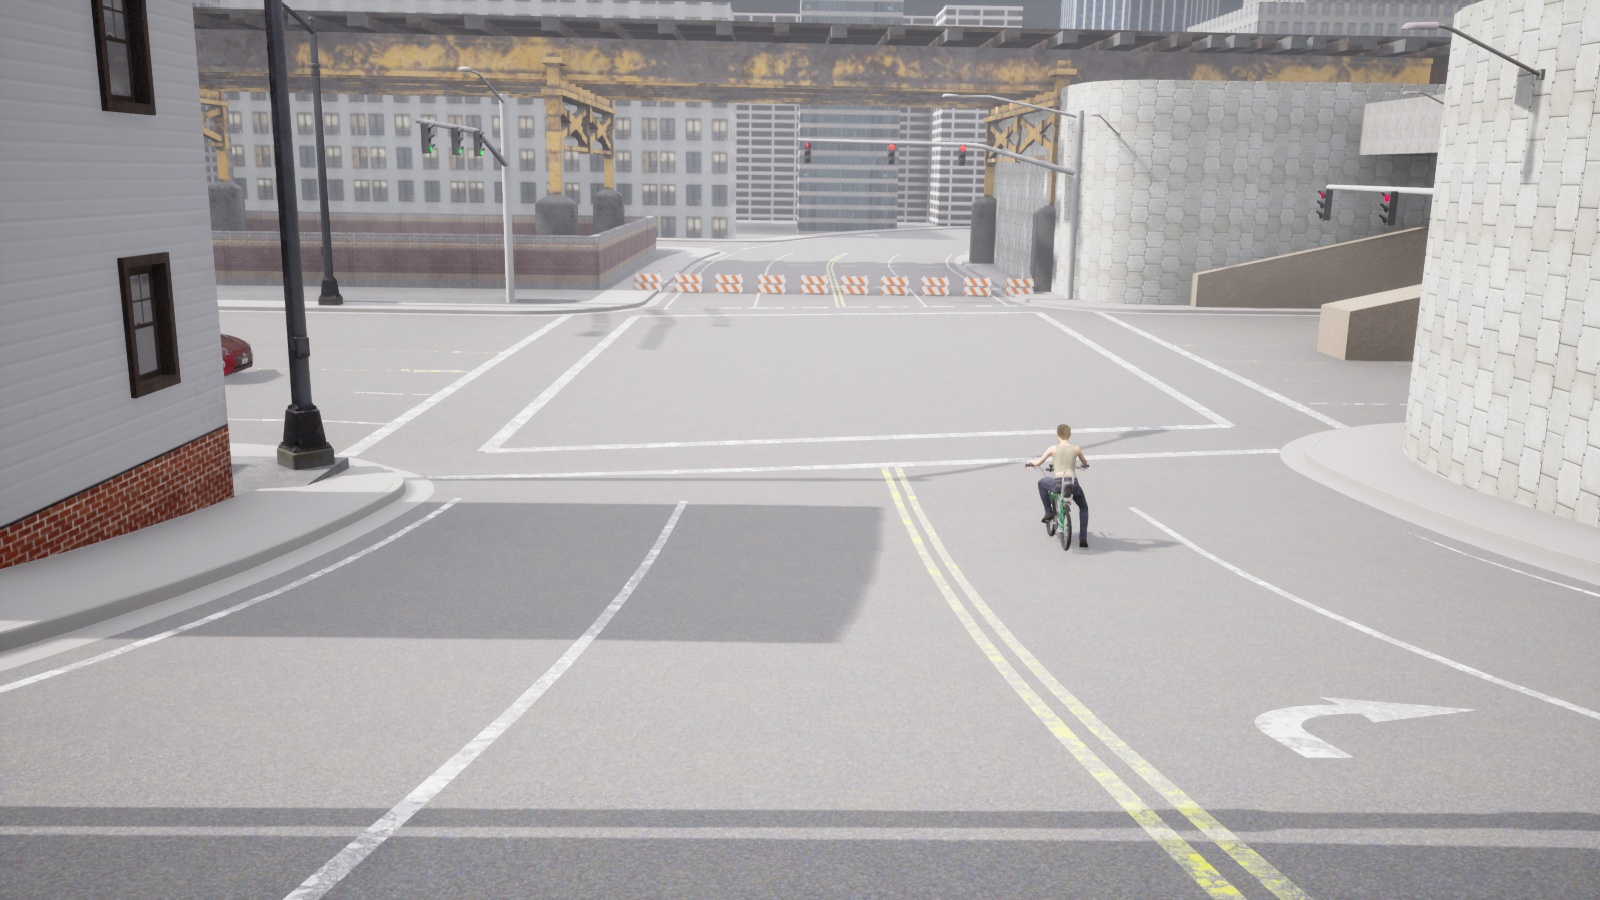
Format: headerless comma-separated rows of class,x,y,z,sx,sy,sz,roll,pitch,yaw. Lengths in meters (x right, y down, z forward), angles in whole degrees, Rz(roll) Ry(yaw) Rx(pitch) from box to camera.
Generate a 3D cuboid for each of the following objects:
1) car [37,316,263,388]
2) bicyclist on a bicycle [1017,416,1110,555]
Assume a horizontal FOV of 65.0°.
car,-16.280,-2.487,31.647,4.514,1.525,2.007,0,12,0
bicyclist on a bicycle,3.454,0.432,16.596,0.866,1.612,1.509,0,7,0
